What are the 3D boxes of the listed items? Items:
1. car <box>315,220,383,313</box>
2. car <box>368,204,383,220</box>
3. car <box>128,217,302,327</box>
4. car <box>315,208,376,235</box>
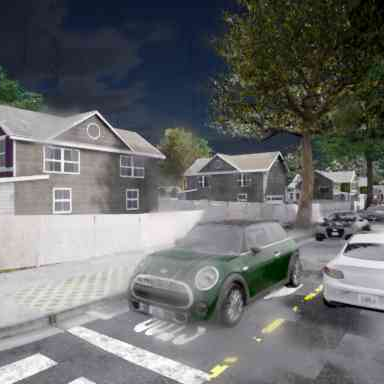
[{"bbox_3d":[4.210,1.576,7.220,1.812,1.442,4.674,-1,-1,36],"label":"car"},{"bbox_3d":[14.712,1.760,26.213,1.837,1.490,4.892,-1,-1,36],"label":"car"},{"bbox_3d":[0.746,1.435,7.408,2.097,1.767,4.553,-1,-1,37],"label":"car"},{"bbox_3d":[7.631,1.730,16.654,1.994,1.385,4.181,-1,-1,36],"label":"car"}]
